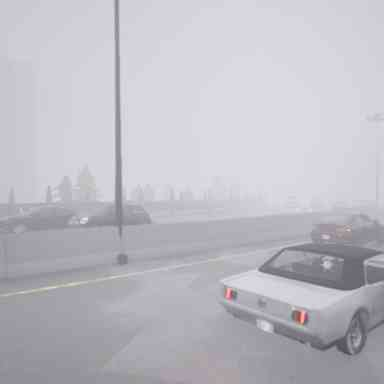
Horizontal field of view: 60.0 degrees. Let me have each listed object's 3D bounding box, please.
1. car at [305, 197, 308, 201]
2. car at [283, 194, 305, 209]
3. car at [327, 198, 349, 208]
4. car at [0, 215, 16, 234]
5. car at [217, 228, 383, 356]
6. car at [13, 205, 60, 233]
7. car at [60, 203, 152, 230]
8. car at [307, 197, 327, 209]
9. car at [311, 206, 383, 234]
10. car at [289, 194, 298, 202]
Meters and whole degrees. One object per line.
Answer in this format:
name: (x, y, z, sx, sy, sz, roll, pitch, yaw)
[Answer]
car: (30.975, 1.945, 89.275, 1.994, 1.385, 4.181, -1, 0, 16)
car: (15.444, 1.475, 50.976, 2.150, 2.045, 5.566, 0, 0, 24)
car: (18.662, 1.712, 41.755, 2.033, 1.411, 5.357, 0, -1, 29)
car: (-8.435, 1.619, 11.039, 4.181, 1.385, 1.994, 0, 0, -36)
car: (2.763, 1.617, 6.132, 4.718, 1.301, 1.895, 0, 0, -39)
car: (-8.666, 1.572, 19.611, 5.008, 1.535, 1.882, 0, 0, -40)
car: (-4.527, 1.437, 18.573, 4.553, 1.767, 2.097, 0, 0, -41)
car: (18.889, 1.731, 50.183, 1.837, 1.490, 4.892, 0, 0, 23)
car: (6.844, 1.567, 14.468, 4.674, 1.442, 1.812, 0, 0, -44)
car: (27.597, 1.649, 90.200, 2.150, 2.045, 5.566, -1, 0, 16)
